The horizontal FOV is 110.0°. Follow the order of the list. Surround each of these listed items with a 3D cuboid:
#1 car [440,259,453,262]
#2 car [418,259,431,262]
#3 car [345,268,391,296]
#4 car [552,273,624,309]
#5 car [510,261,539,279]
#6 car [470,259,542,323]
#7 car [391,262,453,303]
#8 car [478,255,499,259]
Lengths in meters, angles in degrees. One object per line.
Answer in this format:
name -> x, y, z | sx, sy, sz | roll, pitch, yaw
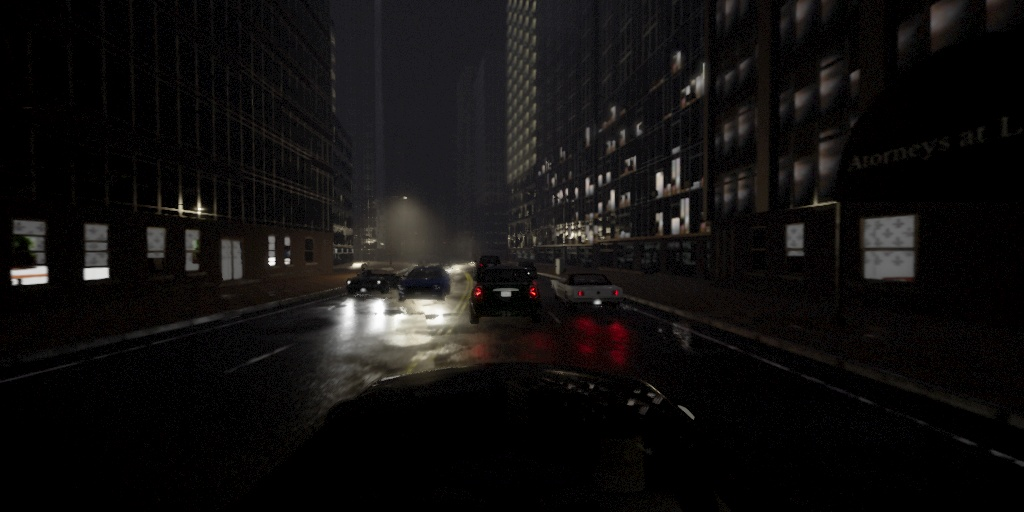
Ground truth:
car -> -10.511, 1.202, 56.939 | 2.128, 1.511, 4.902 | 0, 0, -14
car -> -14.826, 1.220, 60.617 | 2.128, 1.511, 4.902 | 0, 0, -15
car -> -7.463, 1.363, 19.776 | 1.895, 1.301, 4.718 | 0, 0, -5
car -> 2.877, 1.335, 14.801 | 1.895, 1.301, 4.718 | 0, 0, -3
car -> 1.055, 1.217, 32.751 | 1.837, 1.490, 4.892 | 0, 0, -8
car -> -0.263, 1.098, 12.310 | 2.097, 1.767, 4.553 | 0, 0, -3
car -> -3.993, 1.231, 16.946 | 1.882, 1.535, 5.008 | 0, 0, -5
car -> -2.159, 0.947, 32.387 | 2.150, 2.045, 5.566 | 0, 0, -8
